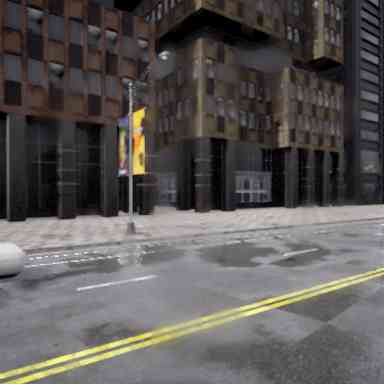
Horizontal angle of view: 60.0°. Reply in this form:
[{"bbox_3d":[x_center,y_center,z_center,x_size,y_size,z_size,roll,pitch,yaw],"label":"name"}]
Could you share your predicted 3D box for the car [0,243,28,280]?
[{"bbox_3d":[-6.287,1.601,7.184,4.718,1.301,1.895,0,0,-35],"label":"car"}]
